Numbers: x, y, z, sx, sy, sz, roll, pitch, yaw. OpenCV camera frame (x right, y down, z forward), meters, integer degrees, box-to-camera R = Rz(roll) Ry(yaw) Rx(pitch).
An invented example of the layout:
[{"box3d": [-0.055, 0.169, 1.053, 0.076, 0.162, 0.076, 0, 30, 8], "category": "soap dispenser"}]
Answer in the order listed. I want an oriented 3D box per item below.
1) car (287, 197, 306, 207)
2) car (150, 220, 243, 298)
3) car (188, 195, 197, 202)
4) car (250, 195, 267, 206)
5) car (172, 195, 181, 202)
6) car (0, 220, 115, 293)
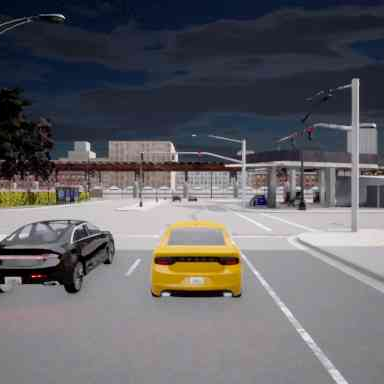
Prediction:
[{"box3d": [15.564, 1.425, 49.599, 1.970, 1.475, 3.806, 0, 0, 0], "category": "car"}, {"box3d": [0.101, 1.468, 8.576, 1.882, 1.535, 5.008, 0, 0, 0], "category": "car"}, {"box3d": [0.161, 1.446, 73.545, 1.994, 1.385, 4.181, 0, 0, 0], "category": "car"}, {"box3d": [9.818, 1.253, 48.849, 2.242, 1.667, 4.611, 0, 0, 0], "category": "car"}, {"box3d": [-3.339, 1.386, 73.552, 1.837, 1.490, 4.892, 0, 0, 0], "category": "car"}, {"box3d": [-3.398, 1.474, 8.793, 2.128, 1.511, 4.902, 0, 0, 0], "category": "car"}]
